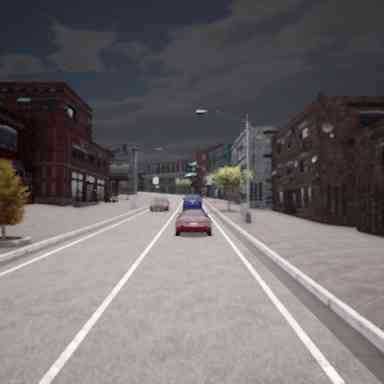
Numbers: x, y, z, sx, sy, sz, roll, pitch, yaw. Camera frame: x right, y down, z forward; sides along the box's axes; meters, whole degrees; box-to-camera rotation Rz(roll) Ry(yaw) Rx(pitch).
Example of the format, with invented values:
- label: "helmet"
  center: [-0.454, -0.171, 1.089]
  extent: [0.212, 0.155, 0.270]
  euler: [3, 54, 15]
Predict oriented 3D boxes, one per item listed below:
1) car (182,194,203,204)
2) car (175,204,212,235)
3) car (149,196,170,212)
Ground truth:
- label: "car"
  center: [0.056, 1.219, 37.652]
  extent: [2.150, 2.045, 5.566]
  euler: [0, 0, 0]
- label: "car"
  center: [0.087, 1.595, 18.995]
  extent: [1.994, 1.385, 4.181]
  euler: [0, 0, 0]
- label: "car"
  center: [-3.635, 1.347, 38.242]
  extent: [2.097, 1.767, 4.553]
  euler: [0, 0, 0]
